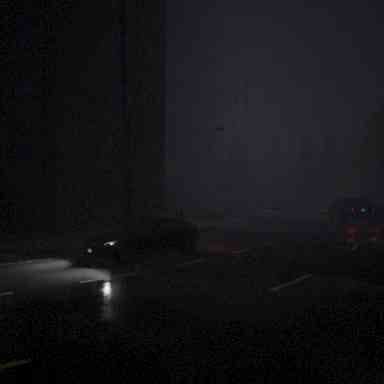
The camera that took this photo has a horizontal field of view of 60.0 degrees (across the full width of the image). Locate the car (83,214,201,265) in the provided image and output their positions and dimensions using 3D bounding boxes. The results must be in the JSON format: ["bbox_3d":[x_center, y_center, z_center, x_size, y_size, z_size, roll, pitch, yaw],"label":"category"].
[{"bbox_3d":[-1.622,1.574,12.177,1.812,1.442,4.674,0,0,44],"label":"car"}]

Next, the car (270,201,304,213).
[{"bbox_3d":[11.286,1.828,40.720,1.994,1.385,4.181,0,0,-18],"label":"car"}]

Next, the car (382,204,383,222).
[{"bbox_3d":[16.168,1.720,27.453,2.128,1.511,4.902,0,0,6],"label":"car"}]

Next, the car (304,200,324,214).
[{"bbox_3d":[14.902,1.790,40.480,1.837,1.490,4.892,1,0,-14],"label":"car"}]

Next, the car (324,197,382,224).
[{"bbox_3d":[12.723,1.426,26.739,2.150,2.045,5.566,0,0,7],"label":"car"}]
